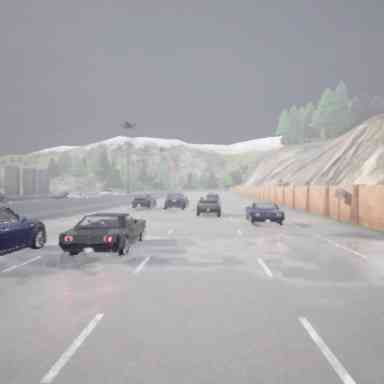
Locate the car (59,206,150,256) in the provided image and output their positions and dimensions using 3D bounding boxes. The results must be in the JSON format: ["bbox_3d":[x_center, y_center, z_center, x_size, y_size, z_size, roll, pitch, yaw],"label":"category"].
[{"bbox_3d":[-2.989,1.420,12.226,1.895,1.301,4.718,0,1,3],"label":"car"}]

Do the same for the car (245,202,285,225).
[{"bbox_3d":[4.509,1.312,21.261,1.895,1.301,4.718,0,1,4],"label":"car"}]

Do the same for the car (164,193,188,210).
[{"bbox_3d":[-1.556,0.862,34.482,2.097,1.767,4.553,0,1,4],"label":"car"}]

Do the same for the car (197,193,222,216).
[{"bbox_3d":[1.424,1.108,27.511,2.128,1.511,4.902,0,1,4],"label":"car"}]

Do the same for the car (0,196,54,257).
[{"bbox_3d":[-6.528,1.185,10.519,2.097,1.767,4.553,0,1,2],"label":"car"}]

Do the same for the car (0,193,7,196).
[{"bbox_3d":[-25.668,0.839,42.528,1.837,1.490,4.892,0,2,4],"label":"car"}]

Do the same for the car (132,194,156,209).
[{"bbox_3d":[-5.017,0.996,35.270,1.837,1.490,4.892,0,1,4],"label":"car"}]

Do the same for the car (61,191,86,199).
[{"bbox_3d":[-17.927,0.758,51.414,1.812,1.442,4.674,0,1,5],"label":"car"}]

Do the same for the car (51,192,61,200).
[{"bbox_3d":[-21.228,0.661,54.270,1.882,1.535,5.008,0,2,4],"label":"car"}]

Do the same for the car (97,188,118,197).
[{"bbox_3d":[-14.139,0.394,56.178,2.150,2.045,5.566,0,1,4],"label":"car"}]
